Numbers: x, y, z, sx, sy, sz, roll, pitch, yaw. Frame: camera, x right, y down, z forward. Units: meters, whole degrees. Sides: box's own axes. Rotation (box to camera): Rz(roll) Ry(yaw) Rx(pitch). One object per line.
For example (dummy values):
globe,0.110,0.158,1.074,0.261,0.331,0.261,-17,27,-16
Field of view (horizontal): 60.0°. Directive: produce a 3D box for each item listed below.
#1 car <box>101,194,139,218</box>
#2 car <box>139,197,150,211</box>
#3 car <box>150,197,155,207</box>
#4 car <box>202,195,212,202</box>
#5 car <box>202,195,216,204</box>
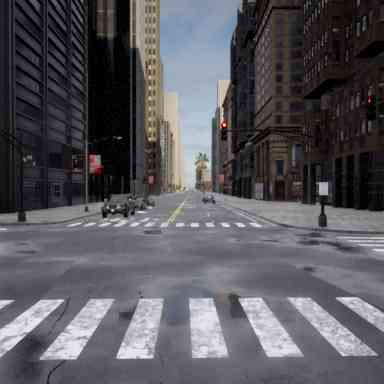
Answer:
car,-6.646,1.191,30.607,2.150,2.045,5.566,0,0,0
car,-6.653,1.456,40.481,1.837,1.490,4.892,0,0,0
car,-6.676,1.497,50.504,1.994,1.385,4.181,0,0,-1
car,3.195,1.416,70.968,1.812,1.442,4.674,0,0,0
car,3.250,1.438,61.047,1.812,1.442,4.674,0,0,0
